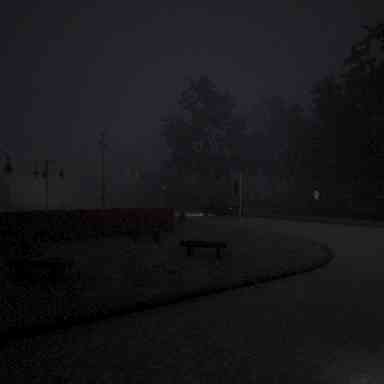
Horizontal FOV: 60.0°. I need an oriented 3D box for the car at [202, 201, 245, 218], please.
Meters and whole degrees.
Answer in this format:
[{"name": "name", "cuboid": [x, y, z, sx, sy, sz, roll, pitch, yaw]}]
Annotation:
[{"name": "car", "cuboid": [2.775, 1.526, 30.250, 1.812, 1.442, 4.674, 0, 0, -35]}]
